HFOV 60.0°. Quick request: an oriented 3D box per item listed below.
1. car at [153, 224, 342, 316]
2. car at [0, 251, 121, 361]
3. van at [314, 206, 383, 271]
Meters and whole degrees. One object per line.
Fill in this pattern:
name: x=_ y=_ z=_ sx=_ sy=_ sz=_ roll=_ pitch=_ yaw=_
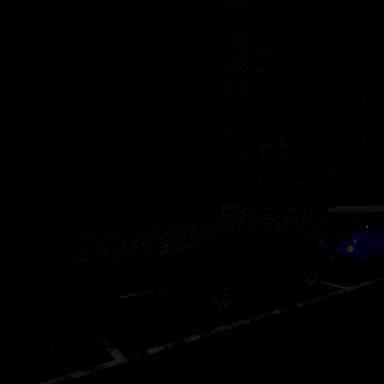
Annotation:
car: x=1.210 y=1.565 z=7.514 sx=4.313 sy=1.339 sz=1.947 roll=0 pitch=0 yaw=-35
car: x=-3.197 y=1.544 z=4.370 sx=4.507 sy=1.381 sz=1.887 roll=0 pitch=0 yaw=-35
van: x=5.616 y=1.341 z=10.658 sx=3.998 sy=1.788 sz=1.690 roll=0 pitch=0 yaw=-35
